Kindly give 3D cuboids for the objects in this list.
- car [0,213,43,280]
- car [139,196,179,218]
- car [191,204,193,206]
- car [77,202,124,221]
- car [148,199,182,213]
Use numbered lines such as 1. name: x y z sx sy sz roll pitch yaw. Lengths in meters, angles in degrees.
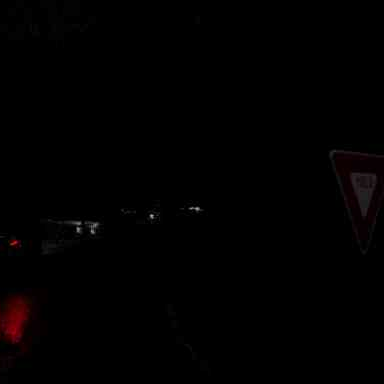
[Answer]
1. car: -5.822 1.417 9.998 2.097 1.767 4.553 0 0 -19
2. car: -2.940 1.351 31.584 2.150 2.045 5.566 0 0 22
3. car: 1.463 1.525 52.184 2.128 1.511 4.902 0 0 22
4. car: -7.937 1.656 29.322 1.837 1.490 4.892 0 -1 23
5. car: -3.207 1.668 40.735 2.033 1.411 5.357 0 0 22
